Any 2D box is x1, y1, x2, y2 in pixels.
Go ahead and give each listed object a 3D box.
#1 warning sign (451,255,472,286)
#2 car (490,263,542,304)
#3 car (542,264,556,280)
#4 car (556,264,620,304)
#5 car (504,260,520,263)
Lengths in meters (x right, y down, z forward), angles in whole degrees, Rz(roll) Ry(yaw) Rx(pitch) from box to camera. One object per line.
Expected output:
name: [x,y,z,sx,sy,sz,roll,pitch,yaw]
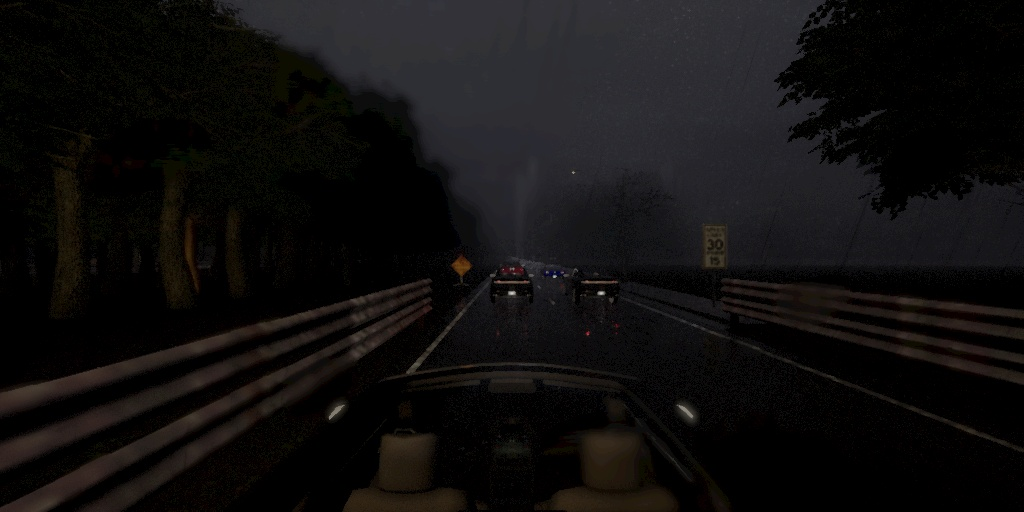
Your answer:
warning sign: [-3.050,0.865,21.749,1.300,1.860,1.060,0,0,0]
car: [0.001,1.246,16.468,2.128,1.511,4.902,0,0,0]
car: [3.501,1.367,31.498,1.895,1.301,4.718,0,0,0]
car: [3.500,1.246,16.469,2.128,1.511,4.902,0,0,0]
car: [0.001,1.116,31.439,2.097,1.767,4.553,0,0,0]
